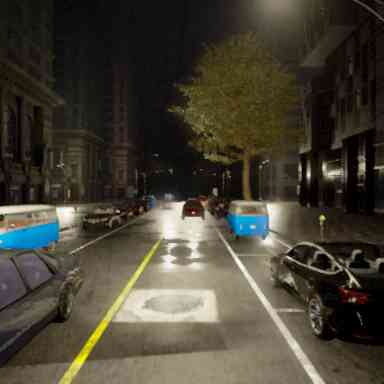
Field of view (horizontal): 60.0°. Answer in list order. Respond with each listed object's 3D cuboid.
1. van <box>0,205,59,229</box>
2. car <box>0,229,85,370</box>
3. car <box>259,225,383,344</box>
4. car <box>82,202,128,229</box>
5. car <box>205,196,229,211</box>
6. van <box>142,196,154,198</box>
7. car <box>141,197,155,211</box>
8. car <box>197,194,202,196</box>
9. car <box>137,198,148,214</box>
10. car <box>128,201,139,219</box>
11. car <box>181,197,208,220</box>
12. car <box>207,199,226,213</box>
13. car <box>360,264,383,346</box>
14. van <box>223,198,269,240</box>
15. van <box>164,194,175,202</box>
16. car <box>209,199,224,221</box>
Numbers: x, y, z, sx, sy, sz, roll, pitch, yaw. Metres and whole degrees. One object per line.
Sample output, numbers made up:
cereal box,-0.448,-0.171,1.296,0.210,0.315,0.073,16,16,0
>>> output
van,-5.766,1.351,10.807,1.690,1.788,3.998,0,0,0
car,-3.080,1.551,4.508,2.033,1.411,5.357,0,0,0
car,2.760,1.571,6.371,1.947,1.339,4.313,0,0,0
car,-5.767,1.571,21.633,2.008,1.369,4.403,0,0,0
car,2.756,1.349,32.816,2.192,1.841,5.009,0,0,0
van,-5.770,1.390,43.286,1.690,1.788,3.998,0,0,0
car,-5.769,1.607,37.873,1.947,1.339,4.313,0,0,0
car,2.767,1.675,86.778,1.887,1.381,4.507,0,0,0
car,-5.768,1.578,32.459,1.887,1.381,4.507,0,0,0
car,-5.767,1.609,27.046,1.802,1.307,4.206,0,0,0
car,0.099,1.507,28.879,1.882,1.535,5.008,0,0,0
car,2.756,1.586,38.104,1.887,1.381,4.507,0,0,0
car,2.761,1.526,1.251,1.752,1.417,4.829,0,0,0
van,2.758,1.357,16.949,1.690,1.788,3.998,0,0,0
van,-5.789,1.459,81.270,1.690,1.788,3.998,0,0,0
car,2.758,1.578,27.526,2.008,1.369,4.403,0,0,0
